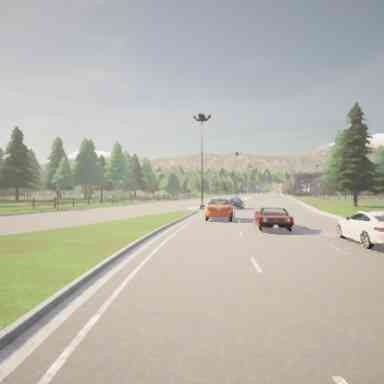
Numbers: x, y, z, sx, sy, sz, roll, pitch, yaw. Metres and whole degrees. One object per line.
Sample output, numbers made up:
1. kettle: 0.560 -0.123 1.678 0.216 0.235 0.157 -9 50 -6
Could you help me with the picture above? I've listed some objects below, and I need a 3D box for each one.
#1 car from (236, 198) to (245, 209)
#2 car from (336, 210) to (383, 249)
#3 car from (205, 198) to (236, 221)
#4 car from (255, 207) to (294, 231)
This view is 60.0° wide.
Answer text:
1. car: 5.751 1.475 43.332 2.033 1.411 5.357 0 0 14
2. car: 7.722 1.501 14.117 1.812 1.442 4.674 0 0 5
3. car: 2.332 1.305 27.254 2.097 1.767 4.553 0 0 8
4. car: 4.862 1.566 20.281 1.895 1.301 4.718 0 0 7
